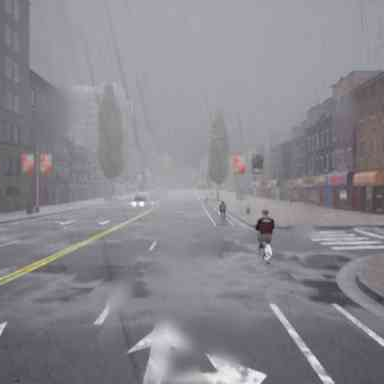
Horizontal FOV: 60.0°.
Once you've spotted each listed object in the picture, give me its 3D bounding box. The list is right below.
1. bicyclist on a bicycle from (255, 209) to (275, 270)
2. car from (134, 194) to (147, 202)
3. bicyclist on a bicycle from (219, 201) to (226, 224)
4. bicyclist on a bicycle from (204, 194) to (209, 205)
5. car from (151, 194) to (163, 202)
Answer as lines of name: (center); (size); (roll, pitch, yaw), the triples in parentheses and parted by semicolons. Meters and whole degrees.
bicyclist on a bicycle: (2.248, 1.407, 10.384); (0.659, 1.776, 1.843); (0, 1, 0)
car: (-9.759, 1.122, 62.959); (1.895, 1.301, 4.718); (0, 1, 0)
bicyclist on a bicycle: (2.248, 1.495, 24.220); (0.582, 1.620, 1.656); (0, 0, 0)
bicyclist on a bicycle: (2.242, 1.152, 51.259); (0.866, 1.612, 1.509); (0, 1, 0)
car: (-6.509, 1.068, 62.989); (2.033, 1.411, 5.357); (0, 1, 0)
